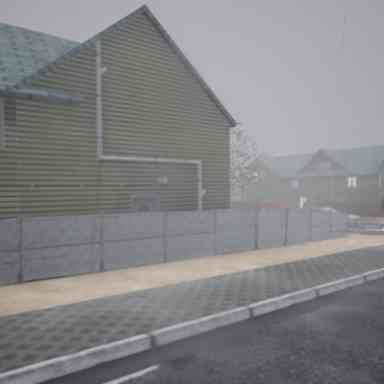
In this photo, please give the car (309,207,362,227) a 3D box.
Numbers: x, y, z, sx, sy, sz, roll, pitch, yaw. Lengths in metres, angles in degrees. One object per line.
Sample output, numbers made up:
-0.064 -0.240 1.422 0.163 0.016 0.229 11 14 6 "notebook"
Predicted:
10.110 1.853 24.792 1.812 1.442 4.674 -1 -1 -36 "car"
